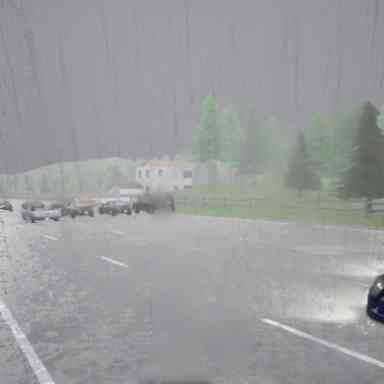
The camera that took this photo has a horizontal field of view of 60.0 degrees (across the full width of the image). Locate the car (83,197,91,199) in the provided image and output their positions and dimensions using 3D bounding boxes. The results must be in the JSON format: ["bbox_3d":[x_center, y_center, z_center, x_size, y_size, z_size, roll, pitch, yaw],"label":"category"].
[{"bbox_3d":[-15.614,1.523,47.972,1.882,1.535,5.008,0,0,-38],"label":"car"}]

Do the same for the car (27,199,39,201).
[{"bbox_3d":[-20.601,1.652,42.977,1.994,1.385,4.181,0,0,-38],"label":"car"}]

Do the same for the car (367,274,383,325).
[{"bbox_3d":[4.686,1.522,4.383,1.994,1.385,4.181,0,0,-38],"label":"car"}]

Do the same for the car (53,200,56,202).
[{"bbox_3d":[-17.804,1.629,45.082,1.994,1.385,4.181,0,0,-38],"label":"car"}]

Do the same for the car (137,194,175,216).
[{"bbox_3d":[-3.841,1.204,32.672,2.150,2.045,5.566,0,0,-38],"label":"car"}]

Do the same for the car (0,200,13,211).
[{"bbox_3d":[-23.434,1.675,40.919,1.994,1.385,4.181,0,0,-38],"label":"car"}]

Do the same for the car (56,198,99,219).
[{"bbox_3d":[-10.196,1.557,29.434,1.812,1.442,4.674,0,0,-38],"label":"car"}]

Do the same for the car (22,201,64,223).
[{"bbox_3d":[-11.851,1.649,25.873,1.895,1.301,4.718,0,0,-38],"label":"car"}]

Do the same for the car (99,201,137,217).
[{"bbox_3d":[-7.328,1.534,31.446,1.812,1.442,4.674,0,0,-38],"label":"car"}]
